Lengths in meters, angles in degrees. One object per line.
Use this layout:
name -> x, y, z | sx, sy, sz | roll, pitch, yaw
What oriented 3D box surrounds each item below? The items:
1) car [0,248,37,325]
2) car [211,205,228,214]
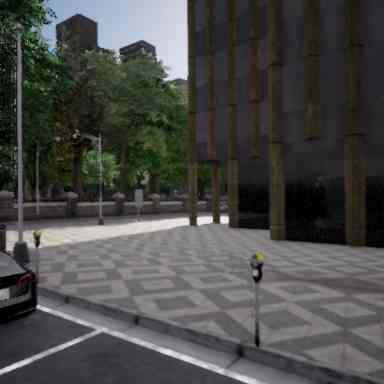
car -> -4.648, 1.639, 6.283 | 4.313, 1.339, 1.947 | -1, 0, 36
car -> 5.204, 2.852, 55.203 | 2.033, 1.411, 5.357 | -1, -2, 35
